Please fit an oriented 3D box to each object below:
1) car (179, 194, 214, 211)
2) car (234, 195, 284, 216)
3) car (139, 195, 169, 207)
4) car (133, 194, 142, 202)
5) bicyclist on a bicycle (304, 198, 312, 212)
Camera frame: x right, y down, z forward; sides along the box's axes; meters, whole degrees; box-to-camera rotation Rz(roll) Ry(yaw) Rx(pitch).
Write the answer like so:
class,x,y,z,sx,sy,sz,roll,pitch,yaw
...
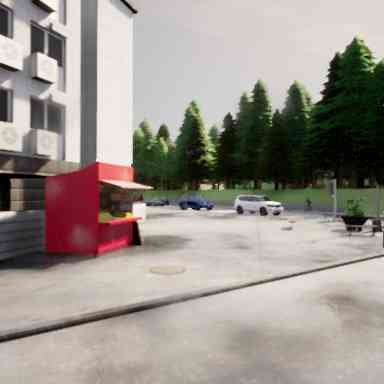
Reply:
class,x,y,z,sx,sy,sz,roll,pitch,yaw
car,0.470,1.335,42.889,2.150,2.045,5.566,0,0,-35
car,6.711,1.336,34.125,2.150,2.045,5.566,0,0,-35
car,-6.014,1.616,52.046,1.837,1.490,4.892,0,0,-35
car,-11.712,1.353,67.235,2.150,2.045,5.566,0,0,-36
bicyclist on a bicycle,13.592,1.502,38.928,1.656,1.620,0.582,0,0,-35
